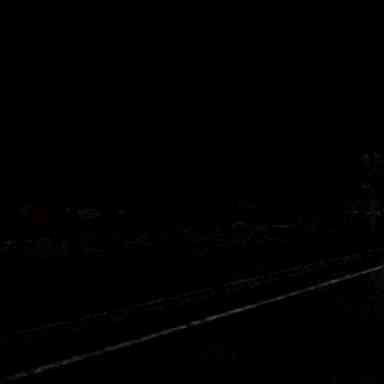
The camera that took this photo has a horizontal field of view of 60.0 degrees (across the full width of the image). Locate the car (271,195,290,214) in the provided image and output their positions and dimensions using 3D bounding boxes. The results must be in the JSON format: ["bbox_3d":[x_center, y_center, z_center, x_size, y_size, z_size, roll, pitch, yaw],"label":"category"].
[{"bbox_3d":[6.316,1.313,31.316,2.163,1.488,4.792,-1,0,-36],"label":"car"}]

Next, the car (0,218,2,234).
[{"bbox_3d":[-11.709,1.524,18.349,2.002,1.452,4.674,-1,0,-36],"label":"car"}]

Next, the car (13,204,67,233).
[{"bbox_3d":[-9.451,1.458,19.966,2.097,1.535,5.008,-1,0,-36],"label":"car"}]

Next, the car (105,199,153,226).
[{"bbox_3d":[-4.963,1.281,23.230,2.185,1.767,4.553,-1,0,-36],"label":"car"}]

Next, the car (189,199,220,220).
[{"bbox_3d":[-0.429,1.358,26.435,2.231,1.521,4.892,-1,0,-36],"label":"car"}]

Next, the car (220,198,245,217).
[{"bbox_3d":[1.805,1.362,28.081,2.163,1.488,4.792,-1,0,-36],"label":"car"}]

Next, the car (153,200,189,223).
[{"bbox_3d":[-2.691,1.381,24.828,2.097,1.535,5.008,-1,0,-36],"label":"car"}]

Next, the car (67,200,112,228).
[{"bbox_3d":[-7.197,1.472,21.586,2.002,1.452,4.674,-1,0,-36],"label":"car"}]

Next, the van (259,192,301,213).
[{"bbox_3d":[8.654,1.034,32.812,1.878,1.987,4.442,-1,0,-36],"label":"van"}]

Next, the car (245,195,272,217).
[{"bbox_3d":[4.185,1.305,29.522,1.946,1.575,5.366,-1,0,-36],"label":"car"}]
